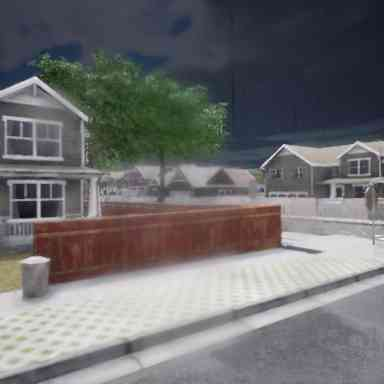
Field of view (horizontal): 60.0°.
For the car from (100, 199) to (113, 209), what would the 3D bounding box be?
[{"bbox_3d":[-12.516,1.658,45.977,2.033,1.411,5.357,-1,0,-35],"label":"car"}]
